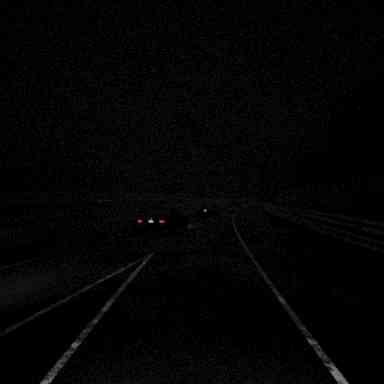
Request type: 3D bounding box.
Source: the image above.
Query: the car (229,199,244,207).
[{"bbox_3d":[8.102,2.094,62.180,1.837,1.490,4.892,0,-1,13],"label":"car"}]

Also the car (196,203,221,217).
[{"bbox_3d":[1.718,1.775,33.904,1.994,1.385,4.181,0,-1,13],"label":"car"}]

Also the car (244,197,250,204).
[{"bbox_3d":[13.103,2.456,84.330,1.895,1.301,4.718,0,-1,13],"label":"car"}]

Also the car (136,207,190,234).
[{"bbox_3d":[-1.553,1.569,19.396,2.033,1.411,5.357,0,-1,13],"label":"car"}]
